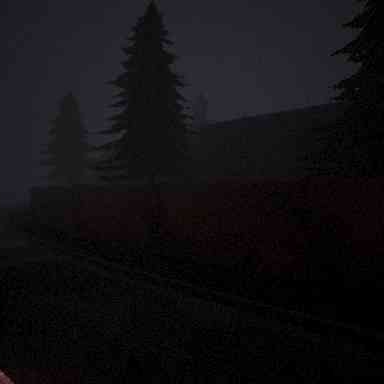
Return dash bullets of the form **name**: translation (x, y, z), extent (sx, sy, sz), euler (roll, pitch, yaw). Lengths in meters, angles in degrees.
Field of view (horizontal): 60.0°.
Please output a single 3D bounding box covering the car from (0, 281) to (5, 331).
- **car**: translation (-4.734, 1.505, 5.635), extent (4.892, 1.490, 1.837), euler (0, 0, 45)
